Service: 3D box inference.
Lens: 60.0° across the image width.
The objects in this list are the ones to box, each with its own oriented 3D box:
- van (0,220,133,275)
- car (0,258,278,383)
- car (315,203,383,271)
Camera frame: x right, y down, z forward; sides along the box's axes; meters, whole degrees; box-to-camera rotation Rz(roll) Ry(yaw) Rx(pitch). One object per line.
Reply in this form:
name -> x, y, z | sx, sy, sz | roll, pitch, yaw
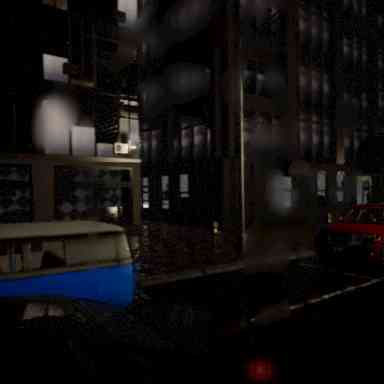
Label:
van -> -2.787, 1.341, 4.589 | 3.998, 1.788, 1.690 | 0, -1, -35
car -> -1.809, 1.548, 2.073 | 5.357, 1.411, 2.033 | 0, 0, -35
car -> 6.233, 1.319, 11.005 | 5.009, 1.841, 2.192 | 0, -1, -35
